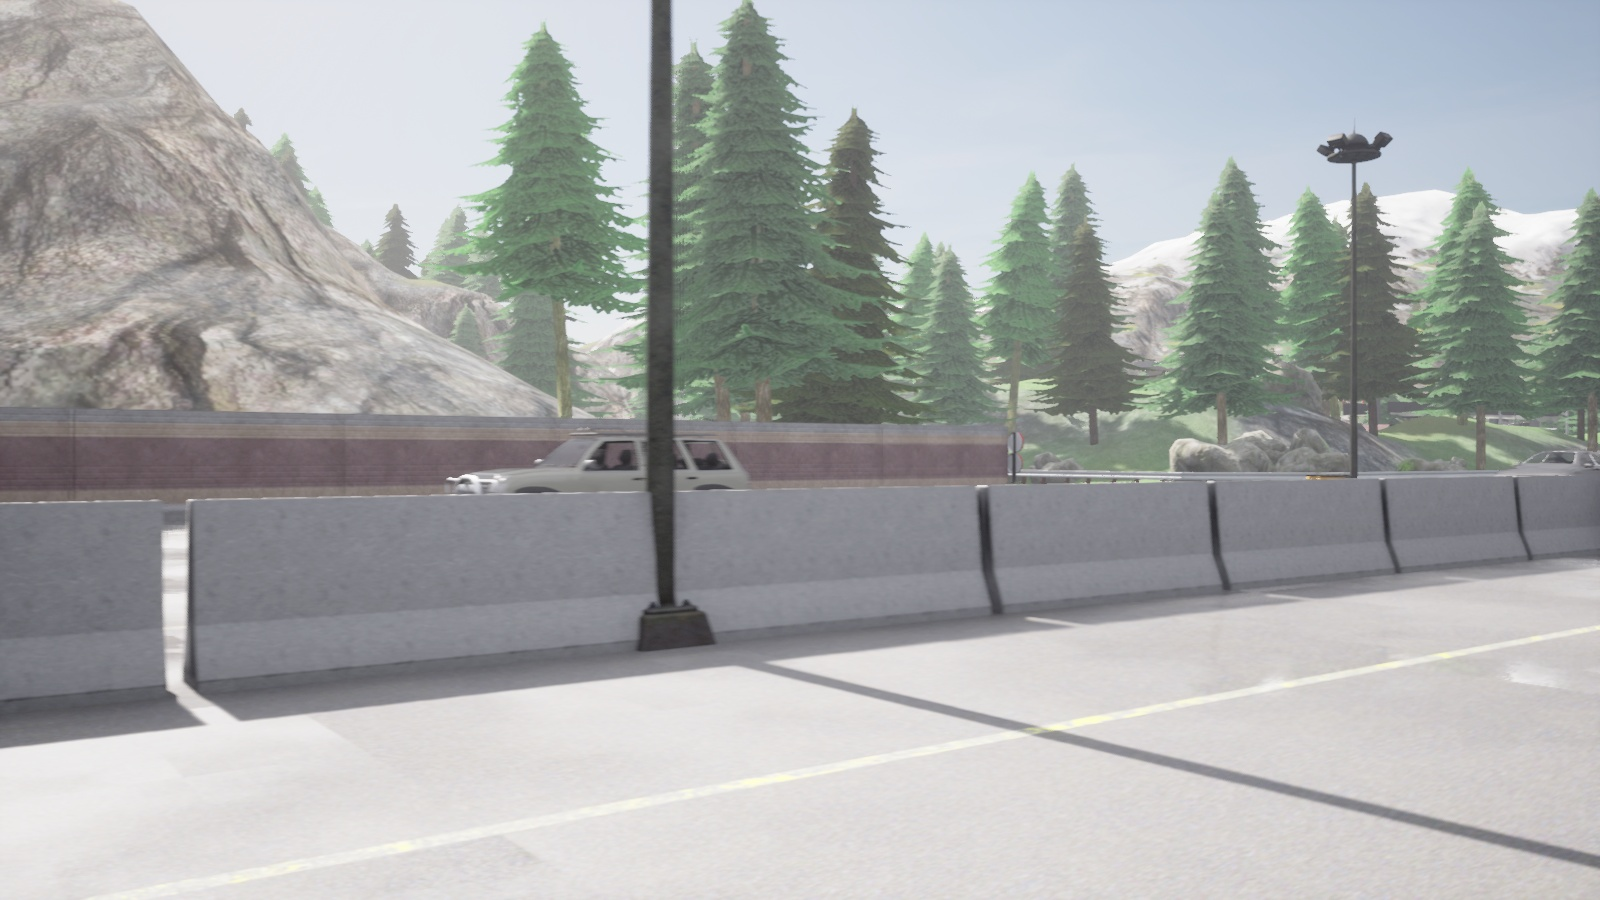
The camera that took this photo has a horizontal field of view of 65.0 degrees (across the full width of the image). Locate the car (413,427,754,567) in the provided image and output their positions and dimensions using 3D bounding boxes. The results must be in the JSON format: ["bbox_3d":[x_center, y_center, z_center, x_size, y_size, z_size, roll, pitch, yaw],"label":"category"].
[{"bbox_3d":[-3.147,0.615,18.689,4.605,1.855,1.932,0,0,-36],"label":"car"}]

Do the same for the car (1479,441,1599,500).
[{"bbox_3d":[22.500,0.570,37.290,5.027,1.651,2.152,0,0,-36],"label":"car"}]
